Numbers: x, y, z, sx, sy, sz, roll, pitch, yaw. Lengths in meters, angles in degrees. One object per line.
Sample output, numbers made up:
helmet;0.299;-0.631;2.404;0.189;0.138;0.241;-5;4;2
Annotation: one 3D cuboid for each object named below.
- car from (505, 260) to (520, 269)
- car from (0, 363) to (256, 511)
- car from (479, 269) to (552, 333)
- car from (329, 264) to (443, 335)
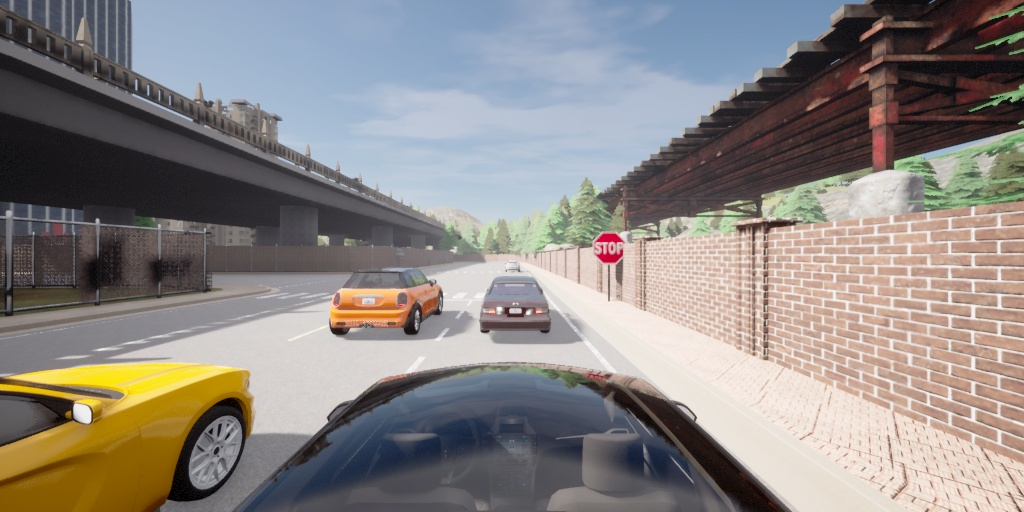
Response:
car;0.086;1.276;45.520;1.812;1.442;4.674;0;0;-1
car;-3.399;1.228;1.413;1.882;1.535;5.008;0;0;0
car;0.078;1.297;10.693;2.033;1.411;5.357;0;0;0
car;-3.423;1.102;10.670;2.097;1.767;4.553;0;0;0
